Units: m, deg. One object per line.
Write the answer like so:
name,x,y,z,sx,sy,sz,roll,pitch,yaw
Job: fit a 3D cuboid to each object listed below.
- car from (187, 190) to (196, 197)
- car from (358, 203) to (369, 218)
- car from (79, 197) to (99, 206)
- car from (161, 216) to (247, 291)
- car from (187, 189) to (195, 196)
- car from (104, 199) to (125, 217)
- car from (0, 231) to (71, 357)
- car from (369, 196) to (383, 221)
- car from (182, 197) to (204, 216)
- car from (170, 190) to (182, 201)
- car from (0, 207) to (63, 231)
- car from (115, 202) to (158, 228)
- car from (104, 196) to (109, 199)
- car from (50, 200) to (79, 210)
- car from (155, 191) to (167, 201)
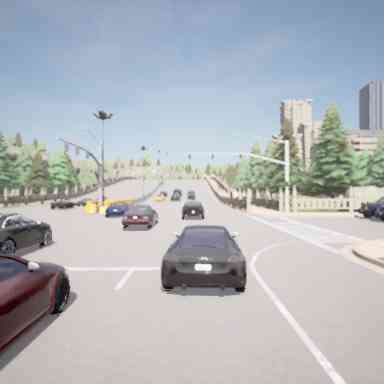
car,-0.123,0.983,76.166,1.837,1.490,4.892,0,4,0
car,17.412,1.277,28.702,5.566,2.045,2.150,0,0,0
car,-17.511,1.651,55.313,2.033,1.411,5.357,0,0,0
car,0.359,1.581,9.092,1.994,1.385,4.181,0,0,3
car,-0.176,0.193,85.717,1.994,1.385,4.181,0,7,0
car,-6.900,1.624,31.981,1.994,1.385,4.181,0,0,0
car,-3.399,1.573,4.952,1.994,1.385,4.181,0,0,0
car,16.967,1.270,25.250,5.566,2.045,2.150,0,0,-4
car,0.100,1.535,30.227,1.882,1.535,5.008,0,0,0
car,-3.606,1.042,72.998,2.097,1.767,4.553,0,3,0
car,-6.900,1.515,12.295,2.128,1.511,4.902,0,0,0
car,-3.401,1.590,22.423,2.033,1.411,5.357,0,0,0
car,-17.563,1.533,65.256,1.812,1.442,4.674,0,2,0
car,-17.570,1.686,45.439,1.895,1.301,4.718,0,0,0
car,-7.106,1.162,73.015,1.882,1.535,5.008,0,3,0
